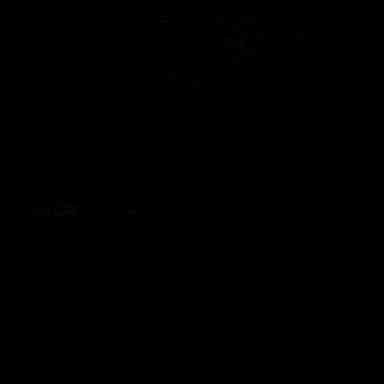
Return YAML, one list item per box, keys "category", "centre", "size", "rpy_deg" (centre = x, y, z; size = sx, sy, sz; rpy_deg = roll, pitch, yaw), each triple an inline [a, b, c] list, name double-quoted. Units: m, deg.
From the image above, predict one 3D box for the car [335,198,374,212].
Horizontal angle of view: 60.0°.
- category: "car"
  centre: [18.112, 1.443, 36.090]
  size: [4.674, 1.442, 1.812]
  rpy_deg: [1, 0, 32]
